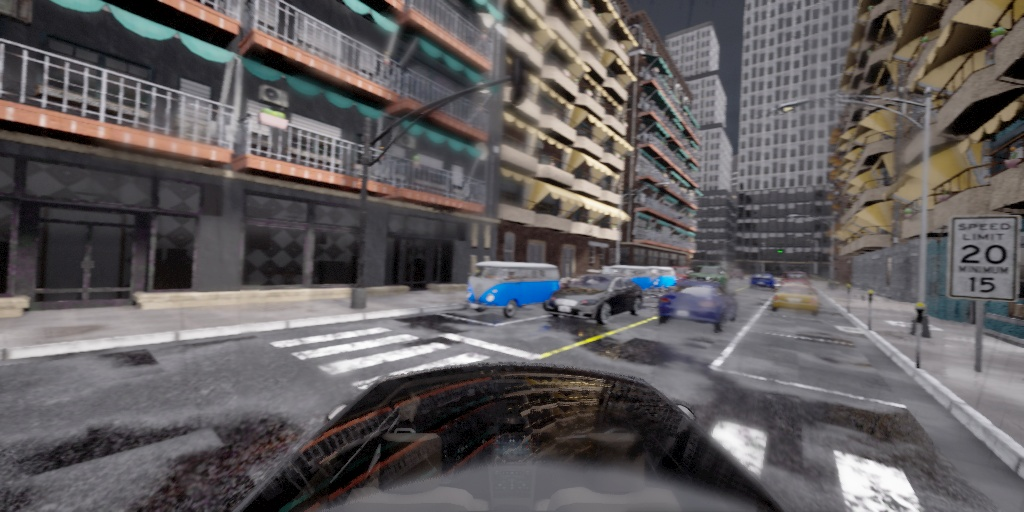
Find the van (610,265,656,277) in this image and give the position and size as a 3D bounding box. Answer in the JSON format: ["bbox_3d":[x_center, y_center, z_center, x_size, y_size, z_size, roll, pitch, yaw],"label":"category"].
[{"bbox_3d":[7.076,1.480,21.760,1.690,1.789,3.998,0,0,38],"label":"van"}]

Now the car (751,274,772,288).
[{"bbox_3d":[25.785,2.541,36.775,1.882,1.535,5.008,2,0,39],"label":"car"}]

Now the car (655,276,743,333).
[{"bbox_3d":[6.382,1.568,12.180,1.812,1.442,4.674,2,-1,39],"label":"car"}]

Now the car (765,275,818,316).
[{"bbox_3d":[13.364,1.901,17.013,1.751,1.417,4.829,0,0,38],"label":"car"}]

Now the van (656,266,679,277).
[{"bbox_3d":[10.565,1.663,26.188,1.690,1.789,3.998,0,0,38],"label":"van"}]

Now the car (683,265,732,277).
[{"bbox_3d":[15.635,1.782,28.579,2.150,2.045,5.566,2,-1,38],"label":"car"}]

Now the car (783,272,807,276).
[{"bbox_3d":[23.725,2.242,30.164,2.192,1.841,5.009,0,0,38],"label":"car"}]

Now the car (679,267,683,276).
[{"bbox_3d":[14.054,1.821,30.616,2.192,1.841,5.009,0,0,38],"label":"car"}]

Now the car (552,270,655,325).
[{"bbox_3d":[3.106,1.392,12.707,2.128,1.511,4.902,2,0,38],"label":"car"}]

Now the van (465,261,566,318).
[{"bbox_3d":[0.098,1.114,12.904,1.690,1.789,3.998,0,0,38],"label":"van"}]
